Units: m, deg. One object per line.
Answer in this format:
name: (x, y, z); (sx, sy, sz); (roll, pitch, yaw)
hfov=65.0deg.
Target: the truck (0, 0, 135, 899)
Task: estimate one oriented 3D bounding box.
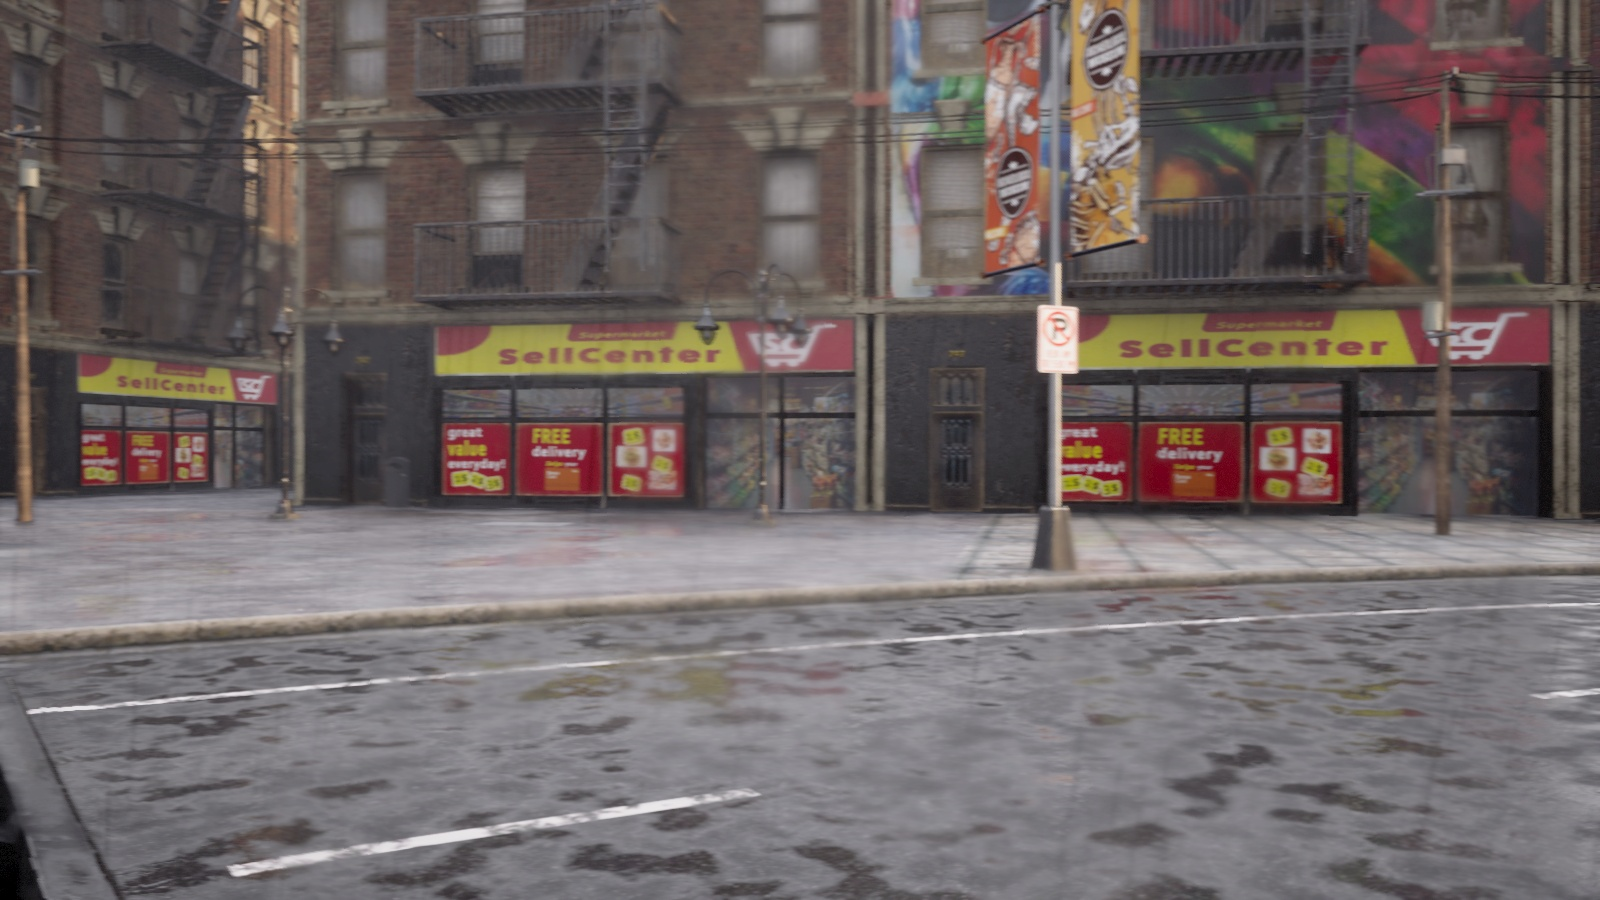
truck: (-4.821, -0.230, 0.276); (7.936, 3.462, 2.891); (0, 0, -36)
